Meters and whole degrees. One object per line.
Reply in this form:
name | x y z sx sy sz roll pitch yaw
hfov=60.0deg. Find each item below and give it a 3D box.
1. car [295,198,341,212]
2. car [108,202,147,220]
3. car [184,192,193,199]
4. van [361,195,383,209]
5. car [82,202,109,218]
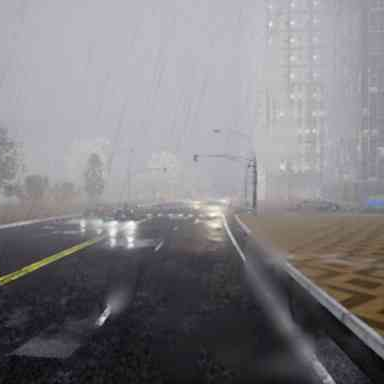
car | 14.574 1.481 38.578 4.902 1.511 2.128 0 0 8
car | -5.380 1.632 29.047 1.895 1.301 4.718 0 0 5
car | -0.890 1.011 93.192 2.150 2.045 5.566 0 0 7
van | 24.205 1.281 43.126 3.998 1.788 1.690 0 1 8
car | -8.469 1.623 31.045 1.895 1.301 4.718 0 0 5
